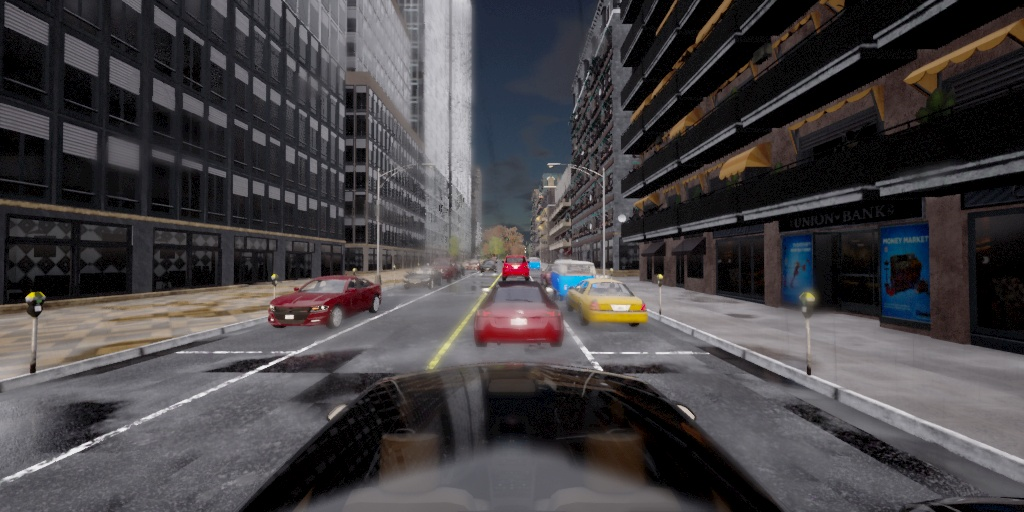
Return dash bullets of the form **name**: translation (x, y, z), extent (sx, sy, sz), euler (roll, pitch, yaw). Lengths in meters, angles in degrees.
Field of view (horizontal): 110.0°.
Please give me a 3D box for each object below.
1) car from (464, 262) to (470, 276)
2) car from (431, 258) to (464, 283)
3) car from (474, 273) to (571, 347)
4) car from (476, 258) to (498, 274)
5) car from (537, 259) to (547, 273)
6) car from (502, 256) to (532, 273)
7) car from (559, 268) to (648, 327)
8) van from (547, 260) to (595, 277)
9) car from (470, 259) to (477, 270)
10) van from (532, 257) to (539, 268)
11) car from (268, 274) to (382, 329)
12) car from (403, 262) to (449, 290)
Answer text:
- **car**: translation (-5.438, 1.325, 33.939), extent (1.948, 1.339, 4.313), euler (0, 0, 0)
- **car**: translation (-5.483, 1.072, 28.282), extent (2.192, 1.841, 5.009), euler (0, 0, 0)
- **car**: translation (0.157, 1.316, 9.319), extent (1.994, 1.385, 4.181), euler (0, 0, 0)
- **car**: translation (-2.733, 1.269, 42.143), extent (1.837, 1.490, 4.892), euler (0, 0, 1)
- **car**: translation (2.853, 1.196, 22.566), extent (1.967, 1.591, 4.097), euler (0, 0, 0)
- **car**: translation (0.318, 0.980, 30.070), extent (2.150, 2.045, 5.566), euler (0, 0, 1)
- **car**: translation (2.766, 1.278, 11.422), extent (1.751, 1.417, 4.829), euler (0, 0, 0)
- **van**: translation (2.809, 1.095, 16.909), extent (1.690, 1.789, 3.998), euler (0, 0, 0)
- **car**: translation (-5.305, 1.205, 50.911), extent (1.967, 1.591, 4.097), euler (0, 0, 0)
- **van**: translation (3.076, 1.106, 50.852), extent (1.690, 1.789, 3.998), euler (0, 0, 0)
- **car**: translation (-5.616, 1.298, 11.311), extent (1.888, 1.381, 4.507), euler (0, 0, 0)
- **car**: translation (-5.527, 1.306, 22.625), extent (2.007, 1.370, 4.403), euler (0, 0, 0)
